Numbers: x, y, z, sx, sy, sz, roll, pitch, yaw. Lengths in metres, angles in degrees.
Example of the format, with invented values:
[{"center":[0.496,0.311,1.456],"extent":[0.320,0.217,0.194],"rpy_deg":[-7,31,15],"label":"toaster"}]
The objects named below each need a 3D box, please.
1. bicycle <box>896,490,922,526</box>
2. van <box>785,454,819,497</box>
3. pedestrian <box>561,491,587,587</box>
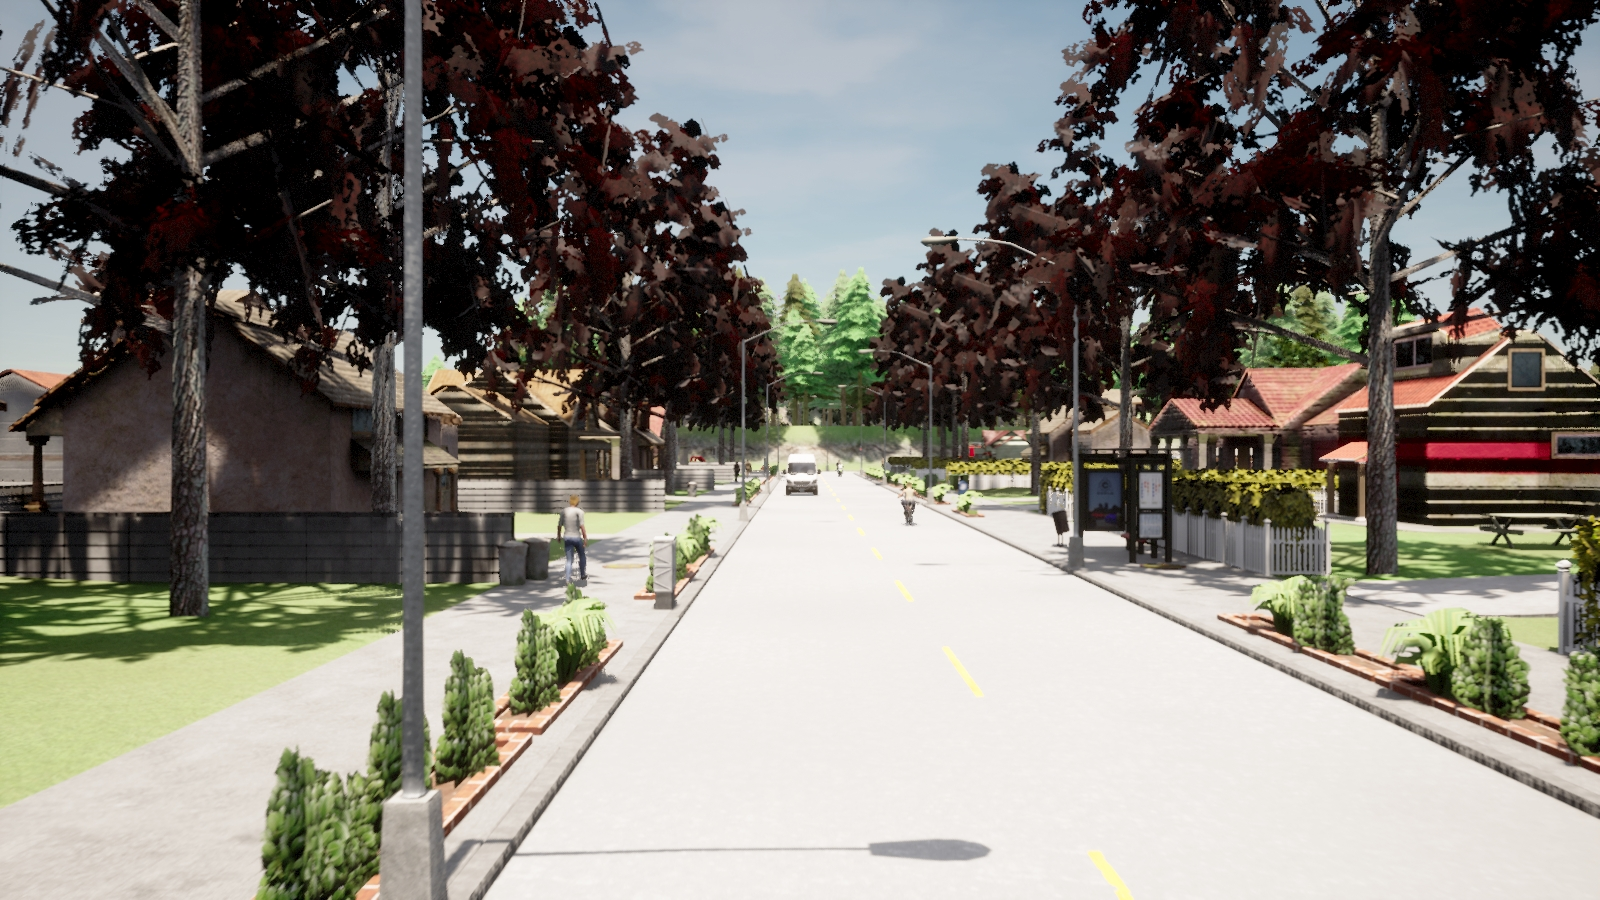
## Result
[{"center":[4.085,2.158,42.922],"extent":[0.859,1.276,1.487],"rpy_deg":[0,0,0],"label":"bicycle"},{"center":[0.117,1.534,70.951],"extent":[1.988,2.561,5.915],"rpy_deg":[0,0,0],"label":"van"},{"center":[-4.454,1.743,22.513],"extent":[0.375,1.860,0.375],"rpy_deg":[0,0,11],"label":"pedestrian"}]
